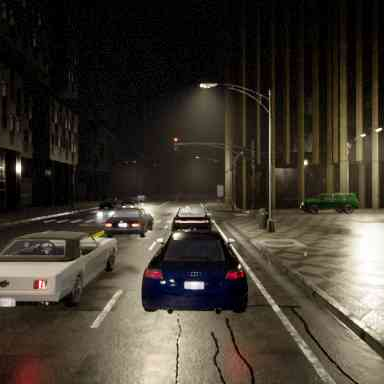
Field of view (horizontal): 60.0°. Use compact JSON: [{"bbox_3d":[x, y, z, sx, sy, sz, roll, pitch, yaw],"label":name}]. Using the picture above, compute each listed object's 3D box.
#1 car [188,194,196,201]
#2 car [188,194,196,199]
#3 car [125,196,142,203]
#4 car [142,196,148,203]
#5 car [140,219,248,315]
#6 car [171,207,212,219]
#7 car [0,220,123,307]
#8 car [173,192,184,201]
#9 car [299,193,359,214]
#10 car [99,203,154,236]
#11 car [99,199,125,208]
[{"bbox_3d":[-0.026,1.336,75.033,2.033,1.411,5.357,0,0,0],"label":"car"},{"bbox_3d":[-0.030,1.192,85.485,1.895,1.301,4.718,0,0,0],"label":"car"},{"bbox_3d":[-9.861,1.435,53.420,2.033,1.411,5.357,0,0,0],"label":"car"},{"bbox_3d":[-9.814,1.391,64.744,2.033,1.411,5.357,0,0,1],"label":"car"},{"bbox_3d":[0.083,1.560,7.682,1.994,1.385,4.181,0,0,1],"label":"car"},{"bbox_3d":[-0.007,1.477,16.556,2.128,1.511,4.902,0,0,0],"label":"car"},{"bbox_3d":[-3.150,1.597,7.902,1.895,1.301,4.718,0,0,0],"label":"car"},{"bbox_3d":[-3.276,1.296,75.032,1.837,1.490,4.892,0,0,0],"label":"car"},{"bbox_3d":[13.556,1.110,33.029,5.566,2.045,2.150,0,0,2],"label":"car"},{"bbox_3d":[-3.158,1.531,17.493,2.033,1.411,5.357,0,0,0],"label":"car"},{"bbox_3d":[-9.864,1.533,40.349,1.895,1.301,4.718,0,0,0],"label":"car"}]
